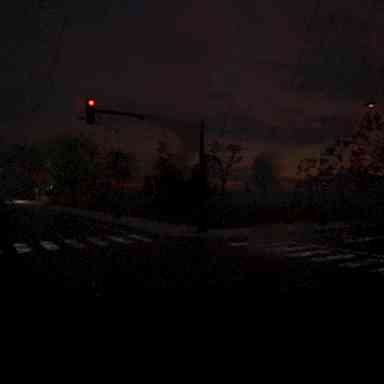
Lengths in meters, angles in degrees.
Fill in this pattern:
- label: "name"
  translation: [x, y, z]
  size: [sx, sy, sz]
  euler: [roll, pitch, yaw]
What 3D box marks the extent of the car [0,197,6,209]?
- label: "car"
  translation: [-26.901, 1.427, 45.659]
  size: [2.097, 1.767, 4.553]
  euler: [0, 0, -33]
